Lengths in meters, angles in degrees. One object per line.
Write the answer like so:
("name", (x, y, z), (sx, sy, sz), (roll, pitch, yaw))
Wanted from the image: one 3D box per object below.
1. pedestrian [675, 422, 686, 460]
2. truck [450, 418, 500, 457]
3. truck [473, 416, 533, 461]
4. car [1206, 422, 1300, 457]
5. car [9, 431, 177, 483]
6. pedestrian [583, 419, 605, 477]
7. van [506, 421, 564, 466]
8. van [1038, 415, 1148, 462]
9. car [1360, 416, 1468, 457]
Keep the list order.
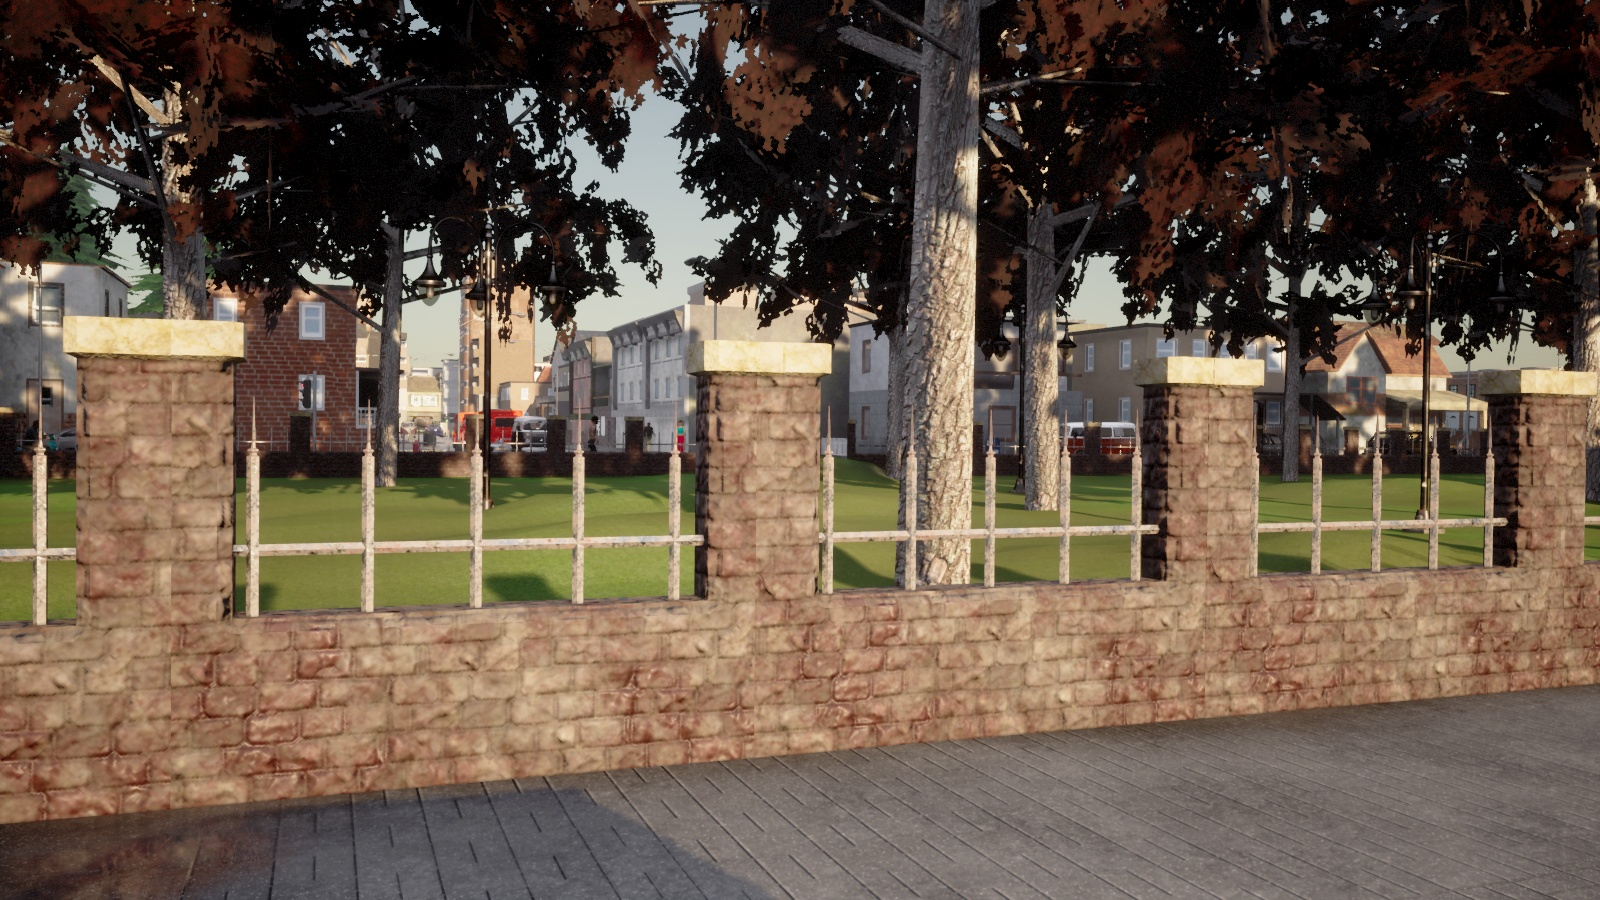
("pedestrian", (-5.887, -0.433, 61.766), (0.345, 1.836, 0.594), (0, 1, 11))
("truck", (-21.891, -0.812, 84.394), (2.627, 2.467, 5.204), (-1, 0, -21))
("truck", (-16.887, -0.667, 71.197), (2.627, 2.467, 5.204), (-1, 1, -21))
("car", (21.834, -0.524, 60.518), (3.988, 1.617, 1.851), (-1, 1, -21))
("car", (-24.071, 0.203, 42.977), (4.611, 1.667, 2.242), (-1, 1, -17))
("pedestrian", (-6.527, -0.069, 39.764), (0.594, 1.836, 0.345), (-1, 1, -21))
("van", (-12.773, -0.323, 60.368), (2.069, 2.038, 4.480), (-1, 1, -21))
("van", (13.382, -0.555, 57.302), (4.480, 2.038, 2.069), (-1, 1, -21))
("car", (28.805, -0.654, 58.886), (4.605, 1.855, 1.932), (-1, 1, -21))
